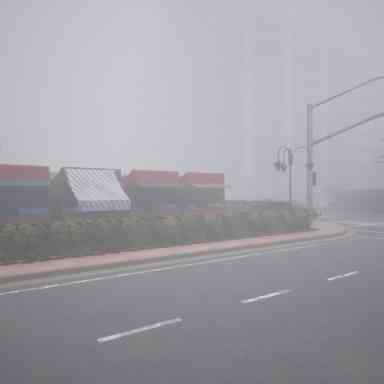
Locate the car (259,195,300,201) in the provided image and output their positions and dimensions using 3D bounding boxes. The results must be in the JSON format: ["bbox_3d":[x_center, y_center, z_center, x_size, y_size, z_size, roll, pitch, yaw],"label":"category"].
[{"bbox_3d":[8.355,1.422,34.337,1.882,1.535,5.008,0,0,-36],"label":"car"}]

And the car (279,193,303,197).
[{"bbox_3d":[16.573,1.114,57.383,1.905,1.878,3.866,0,0,-36],"label":"car"}]

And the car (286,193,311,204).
[{"bbox_3d":[18.964,1.114,59.095,1.905,1.878,3.866,0,0,-36],"label":"car"}]

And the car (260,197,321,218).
[{"bbox_3d":[8.520,1.436,28.149,2.128,1.511,4.902,0,0,-36],"label":"car"}]

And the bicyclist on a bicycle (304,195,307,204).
[{"bbox_3d":[15.497,1.246,44.900,1.656,1.620,0.582,0,0,-36],"label":"bicyclist on a bicycle"}]
